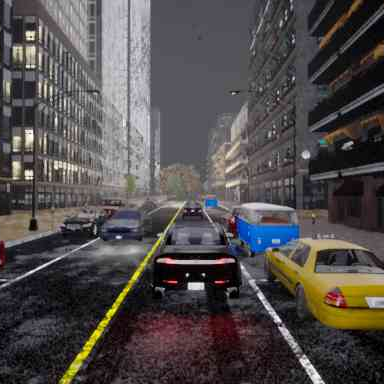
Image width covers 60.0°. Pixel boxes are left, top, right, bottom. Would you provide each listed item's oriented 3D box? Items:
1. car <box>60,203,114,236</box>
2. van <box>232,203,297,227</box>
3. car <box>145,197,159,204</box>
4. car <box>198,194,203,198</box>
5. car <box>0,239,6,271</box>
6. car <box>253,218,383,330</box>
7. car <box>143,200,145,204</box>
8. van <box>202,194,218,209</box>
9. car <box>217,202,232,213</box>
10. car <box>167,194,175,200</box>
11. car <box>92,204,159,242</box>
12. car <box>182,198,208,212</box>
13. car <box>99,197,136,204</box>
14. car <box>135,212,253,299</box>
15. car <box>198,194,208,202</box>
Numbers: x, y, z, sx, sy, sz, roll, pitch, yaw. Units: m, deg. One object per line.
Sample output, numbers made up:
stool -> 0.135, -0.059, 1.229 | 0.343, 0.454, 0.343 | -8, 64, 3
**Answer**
car -> -5.697, 1.556, 18.143 | 2.008, 1.369, 4.403 | 1, 0, 0
van -> 2.692, 1.345, 12.501 | 1.690, 1.788, 3.998 | 1, 0, 0
car -> -5.723, 1.454, 46.430 | 1.967, 1.590, 4.097 | 1, 0, 0
car -> 2.633, 1.573, 69.073 | 2.008, 1.369, 4.403 | 1, 0, 0
car -> -5.685, 1.547, 6.829 | 1.887, 1.381, 4.507 | 1, 0, 0
car -> 2.695, 1.527, 7.014 | 1.752, 1.417, 4.829 | 1, 0, 0
car -> -5.708, 1.575, 29.457 | 1.947, 1.339, 4.313 | 1, 0, 0
van -> 2.659, 1.356, 46.445 | 1.690, 1.788, 3.998 | 1, 0, 0
car -> 2.685, 1.445, 18.158 | 1.967, 1.590, 4.097 | 1, 0, 0
car -> -5.773, 1.346, 91.688 | 2.192, 1.841, 5.009 | 1, 0, 0
car -> -3.118, 1.552, 16.823 | 2.033, 1.411, 5.357 | 0, 0, 0
car -> 0.067, 1.556, 28.956 | 2.033, 1.411, 5.357 | 0, 0, 0
car -> -5.699, 1.322, 23.800 | 2.192, 1.841, 5.009 | 1, 0, 0
car -> 0.087, 1.494, 8.440 | 2.128, 1.511, 4.902 | 0, 0, 0
car -> 2.625, 1.342, 80.389 | 2.192, 1.841, 5.009 | 1, 0, 0
